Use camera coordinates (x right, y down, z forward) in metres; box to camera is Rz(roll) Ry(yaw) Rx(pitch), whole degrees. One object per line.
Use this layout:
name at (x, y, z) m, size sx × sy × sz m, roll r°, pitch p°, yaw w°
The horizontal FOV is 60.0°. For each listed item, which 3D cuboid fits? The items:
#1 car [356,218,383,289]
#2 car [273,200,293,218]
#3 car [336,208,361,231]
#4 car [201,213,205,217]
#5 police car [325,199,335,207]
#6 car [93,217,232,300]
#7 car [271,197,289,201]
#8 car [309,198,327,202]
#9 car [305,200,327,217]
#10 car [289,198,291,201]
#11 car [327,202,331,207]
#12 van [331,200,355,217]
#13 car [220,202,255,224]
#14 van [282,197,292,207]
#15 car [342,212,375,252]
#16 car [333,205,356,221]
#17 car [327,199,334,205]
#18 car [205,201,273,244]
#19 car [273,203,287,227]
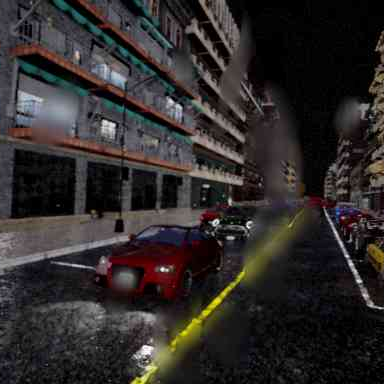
car at (5.891, 1.738, 9.172) m, size 1.752 × 1.417 × 4.829 m, roll 3°, pitch 0°, yaw 21°
car at (9.256, 1.894, 34.304) m, size 1.994 × 1.385 × 4.181 m, roll 2°, pitch 0°, yaw 21°
car at (9.761, 1.896, 19.391) m, size 1.887 × 1.381 × 4.507 m, roll 3°, pitch 0°, yaw 21°
car at (1.930, 1.605, 22.361) m, size 1.887 × 1.381 × 4.507 m, roll 3°, pitch 0°, yaw 21°
police car at (32.307, 2.634, 78.043) m, size 1.930 × 1.638 × 5.238 m, roll 2°, pitch 0°, yaw 21°
car at (-0.577, 1.538, 8.459) m, size 1.994 × 1.385 × 4.181 m, roll 2°, pitch 0°, yaw 21°
car at (13.974, 1.823, 54.127) m, size 2.192 × 1.841 × 5.009 m, roll 3°, pitch 0°, yaw 21°
car at (17.623, 1.865, 47.447) m, size 2.150 × 2.045 × 5.566 m, roll 2°, pitch 0°, yaw 21°
car at (13.979, 2.011, 37.847) m, size 1.837 × 1.490 × 4.892 m, roll 2°, pitch 0°, yaw 21°
car at (15.969, 2.136, 59.421) m, size 2.008 × 1.369 × 4.403 m, roll 3°, pitch 0°, yaw 21°
car at (15.777, 2.123, 35.275) m, size 2.008 × 1.369 × 4.403 m, roll 3°, pitch 0°, yaw 21°
van at (13.781, 1.840, 29.980) m, size 1.690 × 1.788 × 3.998 m, roll 3°, pitch 0°, yaw 21°
car at (3.877, 1.656, 27.496) m, size 1.752 × 1.417 × 4.829 m, roll 3°, pitch 0°, yaw 21°
van at (19.990, 2.081, 70.011) m, size 1.690 × 1.788 × 3.998 m, roll 3°, pitch 0°, yaw 21°
car at (7.754, 1.830, 14.096) m, size 2.008 × 1.369 × 4.403 m, roll 3°, pitch 0°, yaw 21°
car at (11.767, 1.969, 24.685) m, size 1.887 × 1.381 × 4.507 m, roll 3°, pitch 0°, yaw 21°
car at (25.816, 2.269, 61.746) m, size 2.192 × 1.841 × 5.009 m, roll 3°, pitch 0°, yaw 21°
car at (2.476, 1.434, 16.499) m, size 2.097 × 1.767 × 4.553 m, roll 2°, pitch 0°, yaw 21°
car at (5.667, 1.762, 24.918) m, size 1.994 × 1.385 × 4.181 m, roll 2°, pitch 0°, yaw 21°
